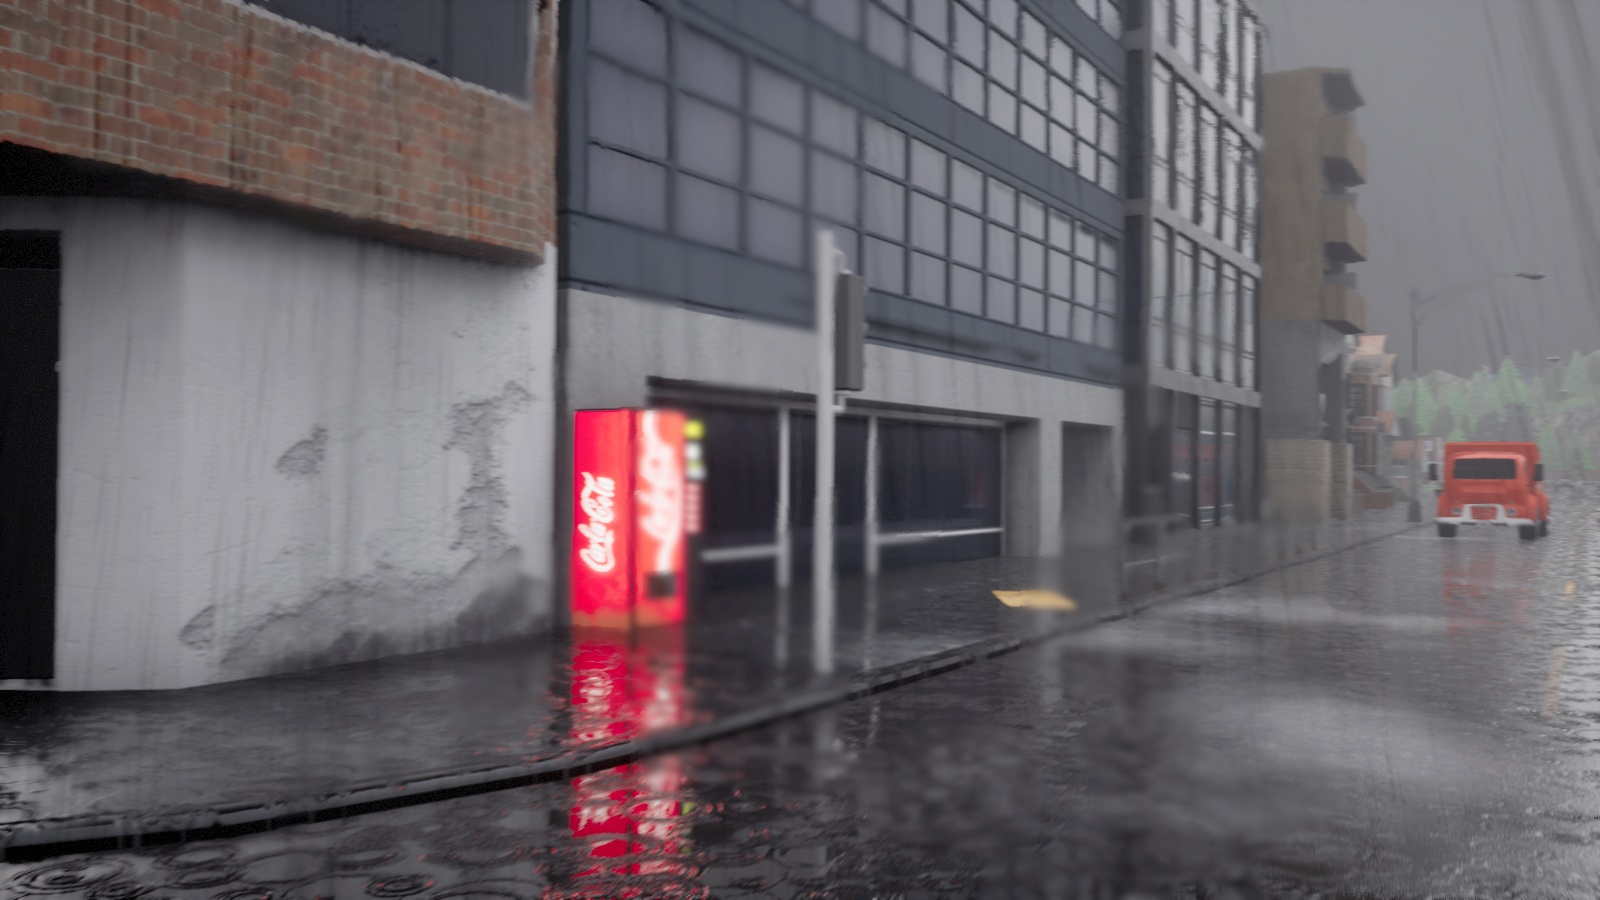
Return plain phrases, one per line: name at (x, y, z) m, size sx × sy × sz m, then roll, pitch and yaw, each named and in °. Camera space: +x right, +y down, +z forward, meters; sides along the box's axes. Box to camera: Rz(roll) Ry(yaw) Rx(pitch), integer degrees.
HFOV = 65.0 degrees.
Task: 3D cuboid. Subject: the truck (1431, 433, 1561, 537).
truck at (18.177, 0.877, 32.661) m, size 2.627 × 2.467 × 5.204 m, roll -1°, pitch -1°, yaw 32°
